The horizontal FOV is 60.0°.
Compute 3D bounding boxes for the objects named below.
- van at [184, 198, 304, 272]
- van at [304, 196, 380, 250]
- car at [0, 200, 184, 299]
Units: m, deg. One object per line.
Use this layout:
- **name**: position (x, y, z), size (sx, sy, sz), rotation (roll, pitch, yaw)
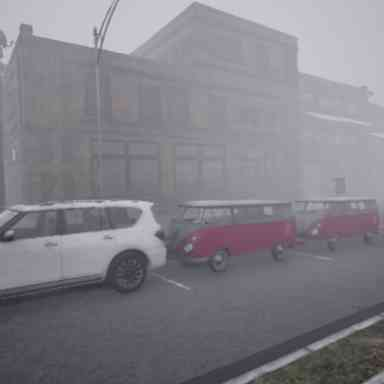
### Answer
- **van**: position (1.241, 1.212, 10.426), size (4.442, 1.987, 1.878), rotation (-1, 0, -35)
- **van**: position (5.776, 1.172, 13.620), size (4.442, 1.987, 1.878), rotation (-1, 0, -35)
- **car**: position (-3.220, 1.224, 7.282), size (5.566, 2.045, 2.435), rotation (0, 0, -35)
